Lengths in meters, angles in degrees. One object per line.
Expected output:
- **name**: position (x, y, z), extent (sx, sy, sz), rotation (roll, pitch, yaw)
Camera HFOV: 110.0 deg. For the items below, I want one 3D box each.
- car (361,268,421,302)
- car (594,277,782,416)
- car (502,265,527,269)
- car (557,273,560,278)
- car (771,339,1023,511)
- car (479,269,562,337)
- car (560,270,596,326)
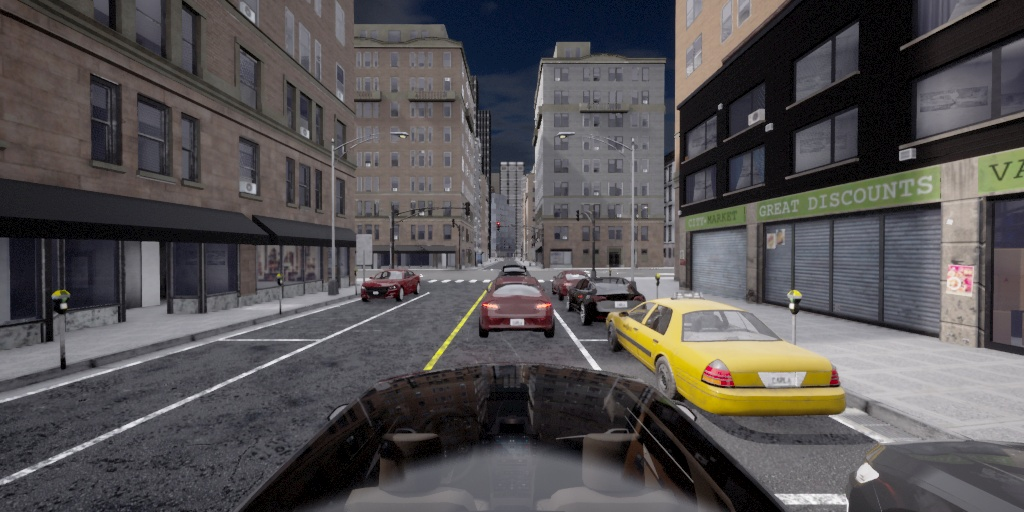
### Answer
- **car**: position (-5.647, 1.289, 17.134), extent (1.888, 1.381, 4.507), rotation (0, 0, 0)
- **car**: position (2.881, 1.274, 6.121), extent (1.751, 1.417, 4.829), rotation (0, 0, 0)
- **car**: position (0.127, 1.248, 20.382), extent (1.837, 1.490, 4.892), rotation (0, 0, 0)
- **car**: position (2.898, 1.326, 17.123), extent (1.802, 1.307, 4.207), rotation (0, 0, 0)
- **car**: position (2.871, 1.301, 0.365), extent (2.007, 1.370, 4.403), rotation (0, 0, 0)
- **car**: position (0.106, 1.273, 10.103), extent (1.812, 1.442, 4.674), rotation (0, 0, 0)
- **car**: position (2.889, 1.312, 11.537), extent (1.948, 1.339, 4.313), rotation (0, 0, 0)
